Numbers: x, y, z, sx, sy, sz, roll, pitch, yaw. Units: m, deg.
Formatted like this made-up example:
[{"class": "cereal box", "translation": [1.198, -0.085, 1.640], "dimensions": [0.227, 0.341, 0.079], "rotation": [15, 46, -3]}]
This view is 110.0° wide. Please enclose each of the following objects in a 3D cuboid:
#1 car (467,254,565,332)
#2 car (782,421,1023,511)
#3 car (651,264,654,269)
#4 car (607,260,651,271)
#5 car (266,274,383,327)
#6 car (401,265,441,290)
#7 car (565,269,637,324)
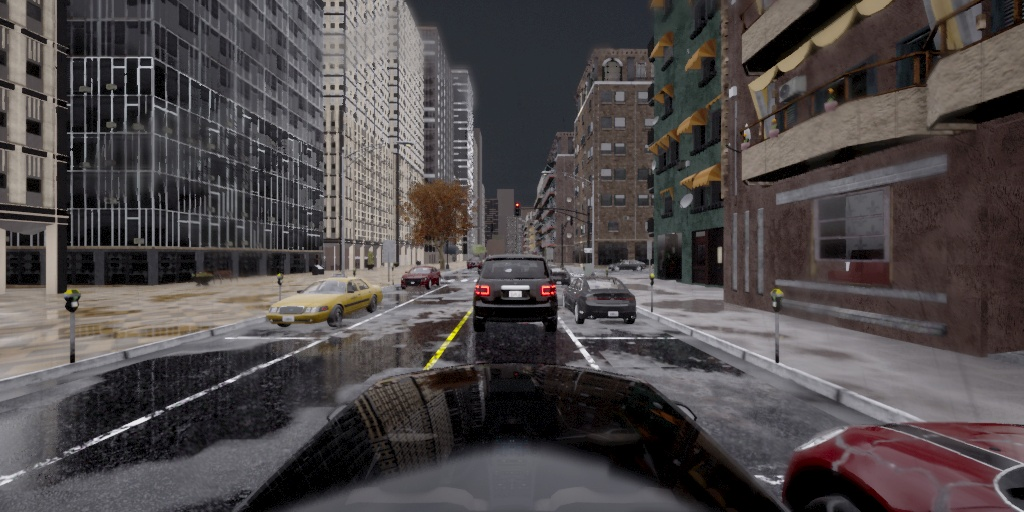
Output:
[{"class": "car", "translation": [0.091, 0.972, 10.980], "dimensions": [2.150, 2.045, 5.566], "rotation": [0, 0, 0]}, {"class": "car", "translation": [2.687, 1.190, 0.638], "dimensions": [1.967, 1.591, 4.097], "rotation": [0, 0, 0]}, {"class": "car", "translation": [18.838, 1.006, 42.237], "dimensions": [4.829, 1.417, 1.751], "rotation": [0, 0, -1]}, {"class": "car", "translation": [13.441, 1.109, 42.183], "dimensions": [4.403, 1.370, 2.007], "rotation": [0, 0, -1]}, {"class": "car", "translation": [-5.690, 1.276, 11.536], "dimensions": [1.751, 1.417, 4.829], "rotation": [0, 0, 0]}, {"class": "car", "translation": [-5.688, 1.300, 22.771], "dimensions": [1.888, 1.381, 4.507], "rotation": [0, 0, 0]}, {"class": "car", "translation": [2.690, 1.301, 11.703], "dimensions": [2.007, 1.370, 4.403], "rotation": [0, 0, 0]}]
